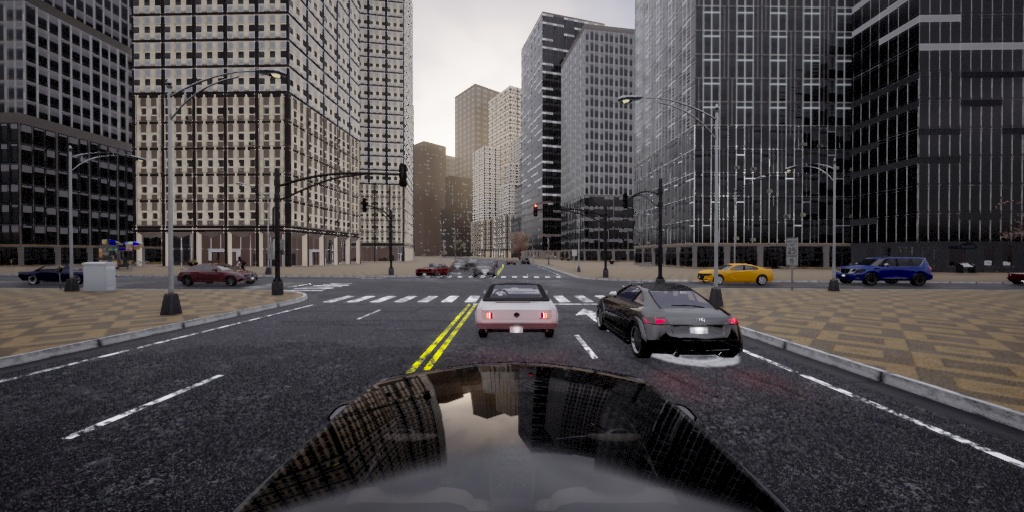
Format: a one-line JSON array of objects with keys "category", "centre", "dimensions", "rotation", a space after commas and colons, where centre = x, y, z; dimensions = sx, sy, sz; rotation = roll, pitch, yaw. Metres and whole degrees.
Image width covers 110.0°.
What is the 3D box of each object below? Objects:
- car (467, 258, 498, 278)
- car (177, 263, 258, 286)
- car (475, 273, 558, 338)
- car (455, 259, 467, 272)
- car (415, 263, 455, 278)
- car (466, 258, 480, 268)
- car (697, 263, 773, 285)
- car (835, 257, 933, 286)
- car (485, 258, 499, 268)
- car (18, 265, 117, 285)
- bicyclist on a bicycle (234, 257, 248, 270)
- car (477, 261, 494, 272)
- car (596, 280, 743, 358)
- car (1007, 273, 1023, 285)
[{"category": "car", "centre": [-2.751, 1.217, 33.560], "dimensions": [2.128, 1.511, 4.902], "rotation": [0, 0, -10]}, {"category": "car", "centre": [-19.480, 1.193, 23.767], "dimensions": [4.674, 1.442, 1.812], "rotation": [0, 0, 1]}, {"category": "car", "centre": [0.101, 1.348, 10.183], "dimensions": [1.895, 1.301, 4.718], "rotation": [0, 0, 0]}, {"category": "car", "centre": [-6.581, 1.203, 45.976], "dimensions": [2.128, 1.511, 4.902], "rotation": [0, 0, 0]}, {"category": "car", "centre": [-7.194, 1.316, 33.159], "dimensions": [1.895, 1.301, 4.718], "rotation": [0, -1, 9]}, {"category": "car", "centre": [-6.585, 1.158, 60.911], "dimensions": [1.882, 1.535, 5.008], "rotation": [0, 0, 0]}, {"category": "car", "centre": [16.316, 1.285, 26.346], "dimensions": [5.008, 1.535, 1.882], "rotation": [0, 0, 1]}, {"category": "car", "centre": [26.981, 1.077, 26.115], "dimensions": [5.566, 2.045, 2.150], "rotation": [0, 0, 2]}, {"category": "car", "centre": [-3.330, 1.172, 60.872], "dimensions": [2.128, 1.511, 4.902], "rotation": [0, 0, 0]}, {"category": "car", "centre": [-29.608, 1.221, 24.025], "dimensions": [4.718, 1.301, 1.895], "rotation": [0, 0, 1]}, {"category": "bicyclist on a bicycle", "centre": [-24.699, 0.871, 32.632], "dimensions": [0.582, 1.620, 1.656], "rotation": [0, 1, 1]}, {"category": "car", "centre": [-3.330, 1.311, 46.309], "dimensions": [1.895, 1.301, 4.718], "rotation": [0, 0, 0]}, {"category": "car", "centre": [3.356, 1.312, 8.470], "dimensions": [1.994, 1.385, 4.181], "rotation": [0, 0, 0]}, {"category": "car", "centre": [39.136, 1.512, 25.846], "dimensions": [4.718, 1.301, 1.895], "rotation": [0, 0, 2]}]
